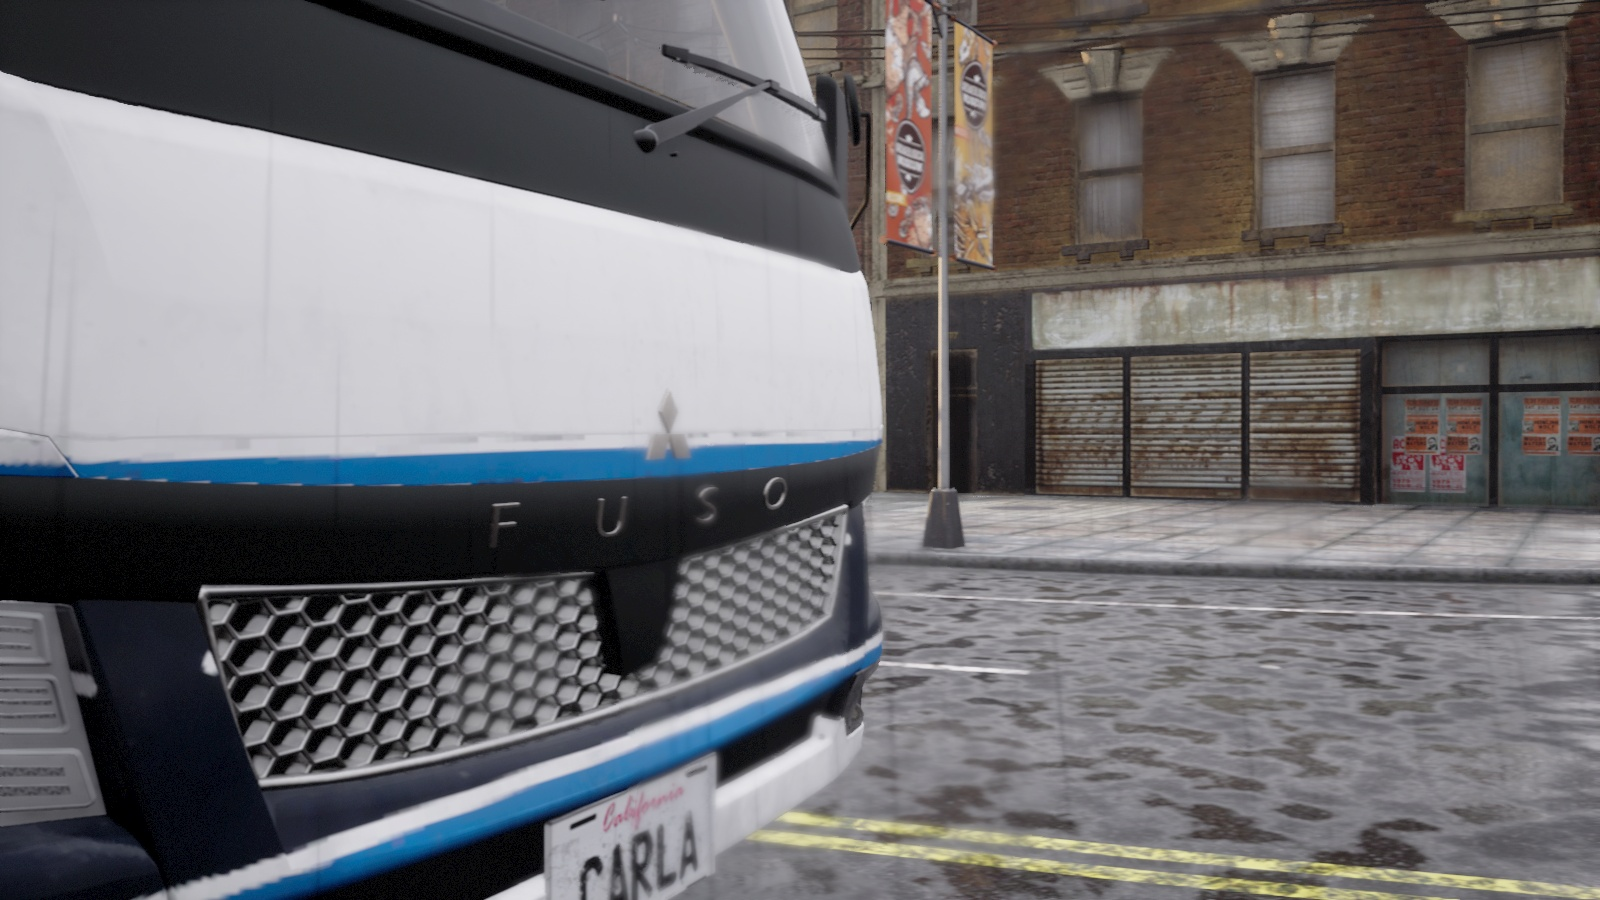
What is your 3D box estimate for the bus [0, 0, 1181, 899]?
[{"bbox_3d":[-4.213,-0.640,4.853,10.273,4.253,3.944,1,1,29],"label":"bus"}]
